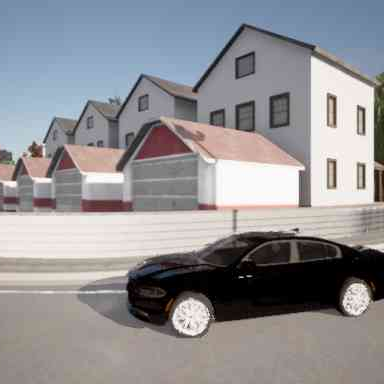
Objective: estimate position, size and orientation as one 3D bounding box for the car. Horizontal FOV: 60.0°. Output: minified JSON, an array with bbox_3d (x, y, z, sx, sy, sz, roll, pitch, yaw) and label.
[{"bbox_3d":[1.292,1.478,6.401,5.008,1.535,1.882,0,0,-17],"label":"car"}]
